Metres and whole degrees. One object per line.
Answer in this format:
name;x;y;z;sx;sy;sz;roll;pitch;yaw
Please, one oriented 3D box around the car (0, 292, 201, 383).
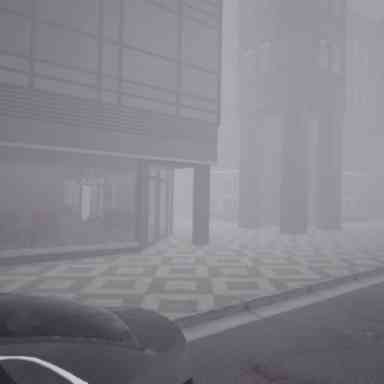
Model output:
car;-2.174;1.496;1.701;4.892;1.490;1.837;1;0;-36
